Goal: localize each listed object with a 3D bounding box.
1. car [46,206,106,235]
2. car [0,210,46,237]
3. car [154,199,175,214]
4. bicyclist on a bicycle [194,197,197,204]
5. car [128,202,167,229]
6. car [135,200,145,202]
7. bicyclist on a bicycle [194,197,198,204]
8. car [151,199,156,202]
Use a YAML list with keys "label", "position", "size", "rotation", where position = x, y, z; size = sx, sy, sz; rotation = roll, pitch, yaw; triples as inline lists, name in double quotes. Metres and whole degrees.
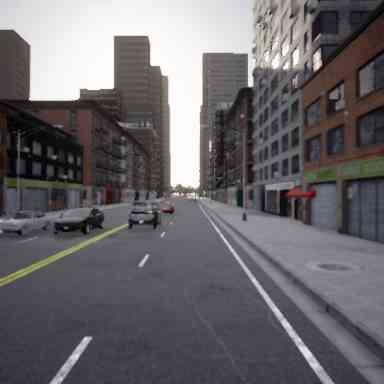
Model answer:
- label: "car"
  position: [-6.606, 1.631, 19.948]
  size: [1.882, 1.535, 5.008]
  rotation: [0, 0, 0]
- label: "car"
  position: [-9.857, 1.749, 19.340]
  size: [1.895, 1.301, 4.718]
  rotation: [0, 0, 0]
- label: "car"
  position: [-3.162, 1.898, 40.439]
  size: [1.994, 1.385, 4.181]
  rotation: [0, -1, 0]
- label: "bicyclist on a bicycle"
  position: [0.867, 2.116, 84.594]
  size: [0.659, 1.776, 1.843]
  rotation: [0, 0, 0]
- label: "car"
  position: [-3.156, 1.672, 23.140]
  size: [2.128, 1.511, 4.902]
  rotation: [0, 0, 0]
- label: "car"
  position: [-9.785, 2.130, 61.717]
  size: [1.895, 1.301, 4.718]
  rotation: [0, -1, 0]
- label: "bicyclist on a bicycle"
  position: [0.865, 2.097, 75.595]
  size: [0.866, 1.612, 1.509]
  rotation: [0, -1, 0]
- label: "car"
  position: [-6.544, 2.062, 61.761]
  size: [1.812, 1.442, 4.674]
  rotation: [0, -1, 1]
